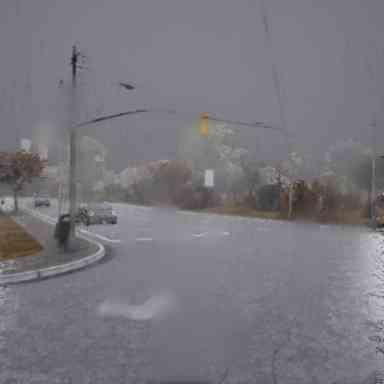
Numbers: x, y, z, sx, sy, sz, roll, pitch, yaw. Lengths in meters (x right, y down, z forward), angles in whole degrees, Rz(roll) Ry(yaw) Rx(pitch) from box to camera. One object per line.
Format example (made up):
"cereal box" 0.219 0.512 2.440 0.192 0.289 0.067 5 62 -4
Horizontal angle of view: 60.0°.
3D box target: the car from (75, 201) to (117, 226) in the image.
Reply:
"car" -7.032 1.450 24.123 2.097 1.767 4.553 1 -1 -32

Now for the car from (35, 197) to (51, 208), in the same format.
"car" -20.879 1.466 46.410 2.033 1.411 5.357 1 0 -28
